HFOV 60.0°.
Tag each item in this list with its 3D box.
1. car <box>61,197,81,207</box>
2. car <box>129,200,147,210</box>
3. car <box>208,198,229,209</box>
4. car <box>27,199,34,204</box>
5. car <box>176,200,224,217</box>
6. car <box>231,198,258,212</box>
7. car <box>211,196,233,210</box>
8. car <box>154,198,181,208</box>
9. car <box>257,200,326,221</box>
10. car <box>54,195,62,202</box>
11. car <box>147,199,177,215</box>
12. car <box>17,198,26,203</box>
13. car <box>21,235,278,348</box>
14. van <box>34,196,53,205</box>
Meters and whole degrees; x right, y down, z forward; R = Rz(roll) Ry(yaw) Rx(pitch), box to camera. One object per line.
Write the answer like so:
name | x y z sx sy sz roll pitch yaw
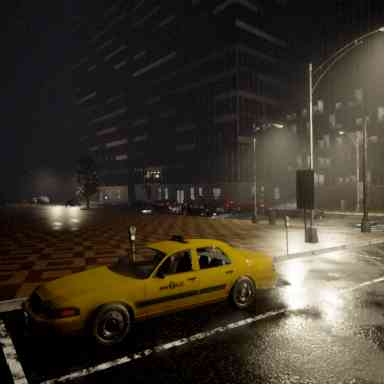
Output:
car | -21.347 2.000 59.510 1.802 1.307 4.206 -2 1 -41
car | -7.188 1.822 47.100 1.994 1.385 4.181 -2 1 -41
car | 1.456 1.690 37.044 1.837 1.490 4.892 -2 0 -41
car | -35.975 2.066 76.469 1.752 1.417 4.829 -2 1 -41
car | 0.759 1.792 33.877 1.947 1.339 4.313 -2 1 -41
car | 7.153 1.634 39.307 1.802 1.307 4.206 -2 1 -41
car | 3.455 1.400 43.579 2.192 1.841 5.009 -2 1 -41
car | -3.919 1.715 52.140 1.947 1.339 4.313 -2 1 -41
car | 8.620 1.668 28.735 2.033 1.411 5.357 -2 1 -41
car | -33.443 1.944 86.363 1.887 1.381 4.507 -2 1 -41
car | -2.928 1.698 38.147 1.967 1.590 4.097 -2 1 -41
car | -43.343 2.127 85.013 1.752 1.417 4.829 -2 1 -41
car | -0.464 1.524 6.245 4.829 1.417 1.752 0 -1 -35
van | -32.405 1.852 72.323 1.690 1.788 3.998 -2 1 -41
